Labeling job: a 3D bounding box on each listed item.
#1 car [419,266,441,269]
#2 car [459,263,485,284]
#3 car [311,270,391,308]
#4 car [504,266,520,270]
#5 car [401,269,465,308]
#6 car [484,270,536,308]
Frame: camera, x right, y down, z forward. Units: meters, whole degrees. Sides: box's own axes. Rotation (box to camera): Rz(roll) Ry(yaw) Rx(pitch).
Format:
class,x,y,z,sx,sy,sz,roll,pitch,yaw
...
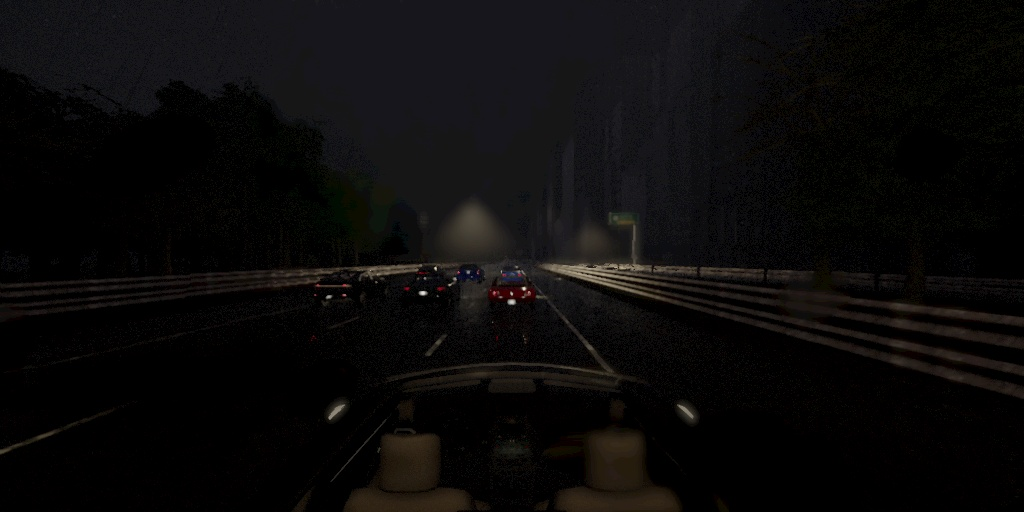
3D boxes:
class,x,y,z,sx,sy,sz,roll,pitch,yaw
car,-7.007,1.559,31.143,1.837,1.490,4.892,0,0,0
car,-3.509,1.398,30.927,2.097,1.767,4.553,0,-1,0
car,-7.002,1.383,16.151,2.128,1.511,4.902,0,0,0
car,-0.009,1.595,30.844,2.033,1.411,5.357,0,-1,0
car,-3.503,1.455,16.133,1.994,1.385,4.181,0,-1,0
car,-0.005,1.489,15.959,1.895,1.301,4.718,0,-1,0
